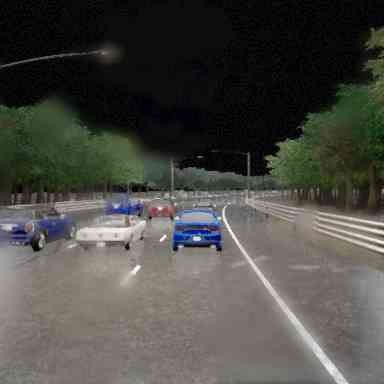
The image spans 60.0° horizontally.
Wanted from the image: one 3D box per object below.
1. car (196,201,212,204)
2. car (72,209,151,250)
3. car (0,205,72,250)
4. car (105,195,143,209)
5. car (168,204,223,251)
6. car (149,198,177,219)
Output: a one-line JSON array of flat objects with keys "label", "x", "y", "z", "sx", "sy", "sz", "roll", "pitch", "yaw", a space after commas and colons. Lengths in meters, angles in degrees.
[{"label": "car", "x": 1.064, "y": 1.530, "z": 28.862, "sx": 2.128, "sy": 1.511, "sz": 4.902, "roll": 0, "pitch": 0, "yaw": 4}, {"label": "car", "x": -3.233, "y": 1.629, "z": 14.360, "sx": 1.895, "sy": 1.301, "sz": 4.718, "roll": 0, "pitch": 0, "yaw": 2}, {"label": "car", "x": -6.733, "y": 1.379, "z": 14.427, "sx": 2.097, "sy": 1.767, "sz": 4.553, "roll": 0, "pitch": 0, "yaw": 2}, {"label": "car", "x": -5.916, "y": 1.290, "z": 29.400, "sx": 2.150, "sy": 2.045, "sz": 5.566, "roll": 0, "pitch": 0, "yaw": 4}, {"label": "car", "x": 0.264, "y": 1.498, "z": 14.203, "sx": 1.882, "sy": 1.535, "sz": 5.008, "roll": 0, "pitch": 0, "yaw": 2}, {"label": "car", "x": -2.429, "y": 1.399, "z": 29.086, "sx": 2.097, "sy": 1.767, "sz": 4.553, "roll": 0, "pitch": 0, "yaw": 4}]
